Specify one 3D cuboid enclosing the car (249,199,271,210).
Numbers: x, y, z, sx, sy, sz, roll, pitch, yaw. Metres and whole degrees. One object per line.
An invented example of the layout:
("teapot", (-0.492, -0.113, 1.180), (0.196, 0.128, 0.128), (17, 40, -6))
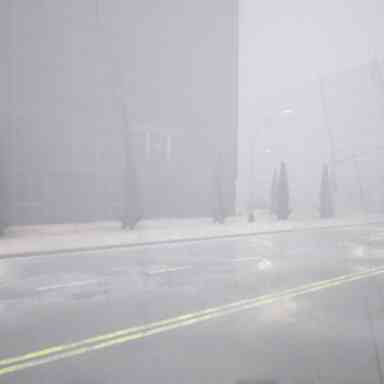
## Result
("car", (10.306, 1.793, 47.850), (2.128, 1.511, 4.902), (1, 0, -35))
